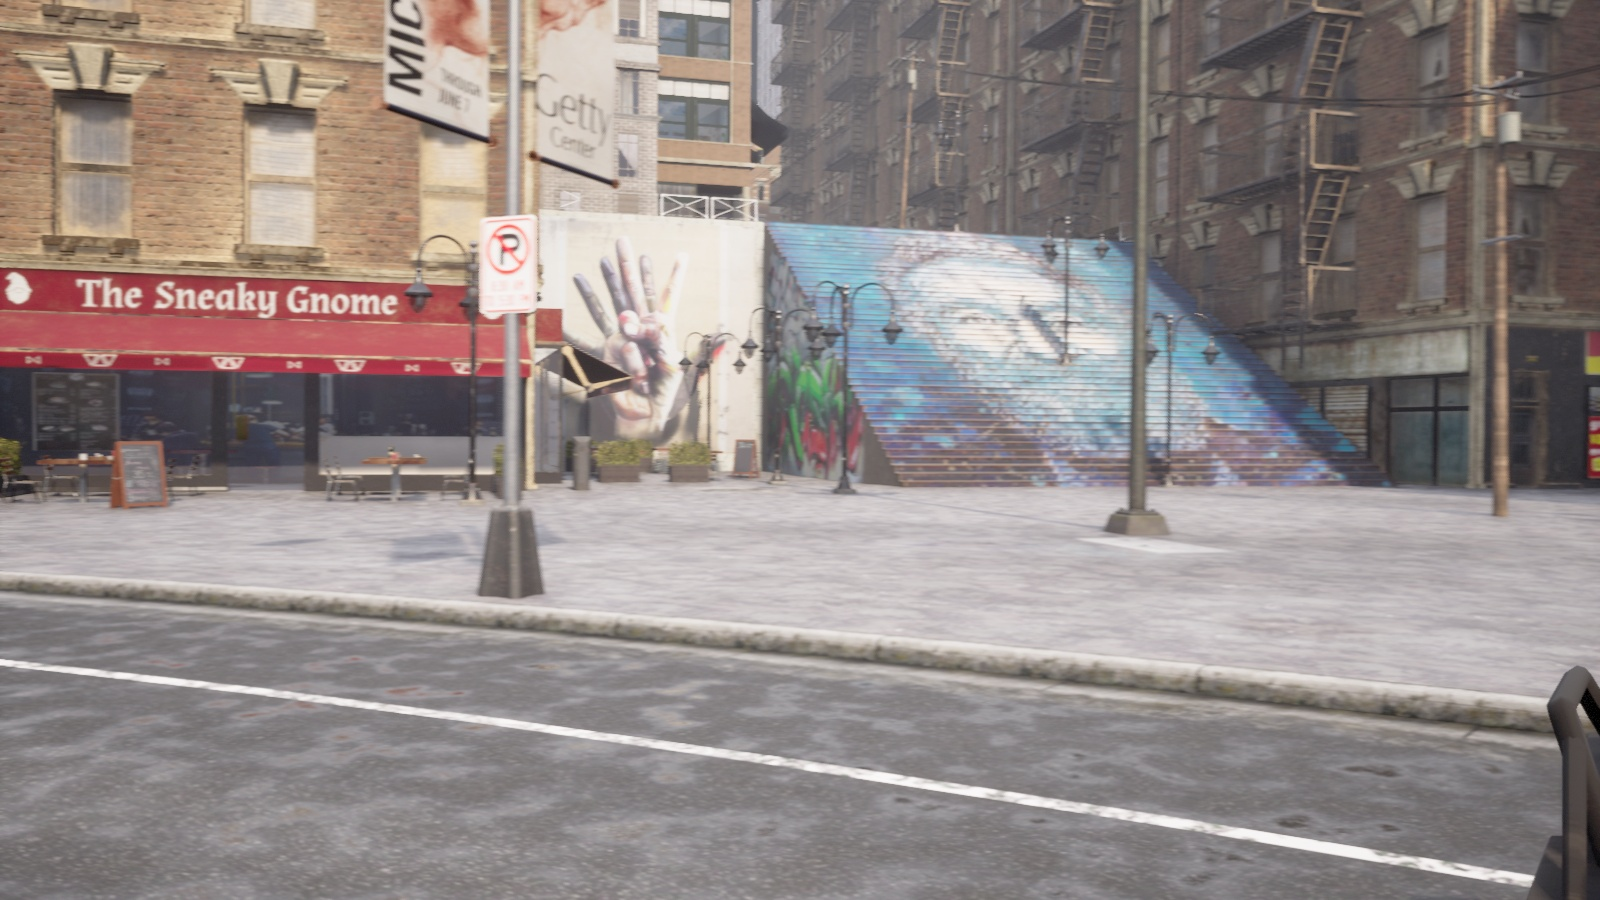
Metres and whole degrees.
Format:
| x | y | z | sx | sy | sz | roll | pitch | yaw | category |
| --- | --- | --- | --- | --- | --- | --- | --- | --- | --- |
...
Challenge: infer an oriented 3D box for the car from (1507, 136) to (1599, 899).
| x | y | z | sx | sy | sz | roll | pitch | yaw | category |
| --- | --- | --- | --- | --- | --- | --- | --- | --- | --- |
| 3.186 | 0.474 | 1.531 | 3.866 | 1.878 | 1.905 | 0 | 1 | 36 | car |
